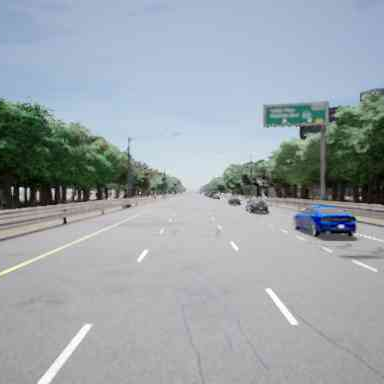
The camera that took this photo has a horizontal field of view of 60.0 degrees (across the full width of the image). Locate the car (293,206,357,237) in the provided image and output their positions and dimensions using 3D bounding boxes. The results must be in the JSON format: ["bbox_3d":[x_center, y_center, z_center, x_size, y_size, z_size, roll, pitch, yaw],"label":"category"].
[{"bbox_3d":[7.021,1.491,18.111,1.882,1.535,5.008,0,0,0],"label":"car"}]

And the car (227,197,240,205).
[{"bbox_3d":[7.106,1.499,56.934,1.812,1.442,4.674,0,0,0],"label":"car"}]

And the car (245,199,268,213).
[{"bbox_3d":[7.060,1.518,36.318,1.812,1.442,4.674,0,0,0],"label":"car"}]
